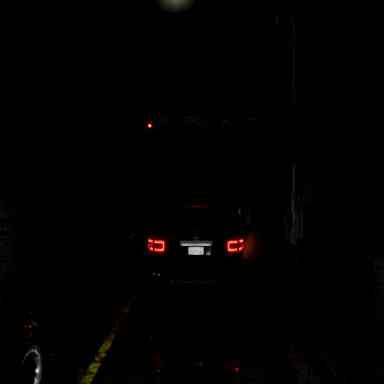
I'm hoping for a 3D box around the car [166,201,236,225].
[{"bbox_3d":[0.759,1.480,24.801,5.008,1.535,1.882,0,-1,-32],"label":"car"}]

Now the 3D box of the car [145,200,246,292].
[{"bbox_3d":[0.079,1.222,9.066,2.150,2.045,5.566,0,0,0],"label":"car"}]

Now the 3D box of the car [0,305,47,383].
[{"bbox_3d":[-2.598,1.564,1.999,1.994,1.385,4.181,0,0,0],"label":"car"}]
